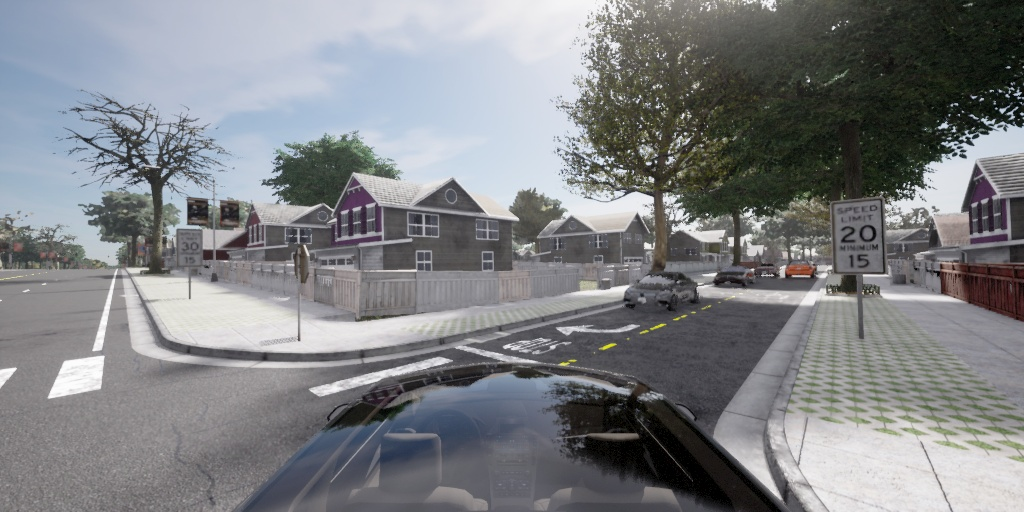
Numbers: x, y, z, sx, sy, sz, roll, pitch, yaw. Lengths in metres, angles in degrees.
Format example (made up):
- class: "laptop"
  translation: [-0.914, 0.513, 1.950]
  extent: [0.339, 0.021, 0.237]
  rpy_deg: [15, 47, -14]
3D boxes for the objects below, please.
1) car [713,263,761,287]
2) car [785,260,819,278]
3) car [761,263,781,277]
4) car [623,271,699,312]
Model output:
- class: "car"
  translation: [16.079, 1.393, 25.778]
  extent: [2.033, 1.411, 5.357]
  rpy_deg: [-2, -1, 42]
- class: "car"
  translation: [27.275, 1.147, 33.887]
  extent: [2.097, 1.767, 4.553]
  rpy_deg: [-2, -2, 42]
- class: "car"
  translation: [26.581, 1.410, 37.318]
  extent: [1.812, 1.442, 4.674]
  rpy_deg: [-2, -2, 42]
- class: "car"
  translation: [6.331, 1.363, 14.948]
  extent: [1.812, 1.442, 4.674]
  rpy_deg: [-2, -2, 42]
